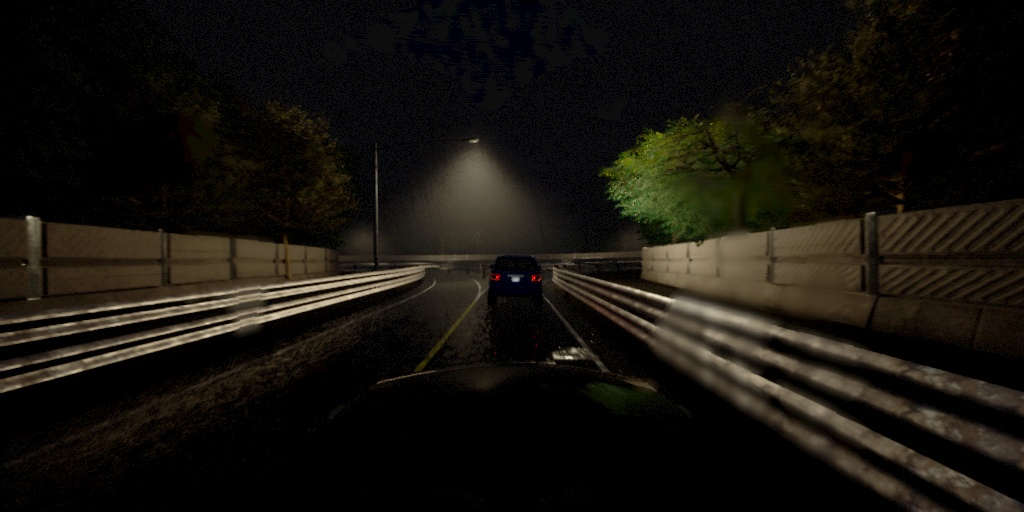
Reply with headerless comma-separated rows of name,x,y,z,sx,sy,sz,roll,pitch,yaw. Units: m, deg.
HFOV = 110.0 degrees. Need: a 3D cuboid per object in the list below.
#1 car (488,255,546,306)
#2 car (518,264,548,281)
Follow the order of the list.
car,0.159,0.999,16.196,2.150,2.045,5.566,1,0,0
car,2.102,1.563,34.738,2.128,1.511,4.902,0,-1,13
